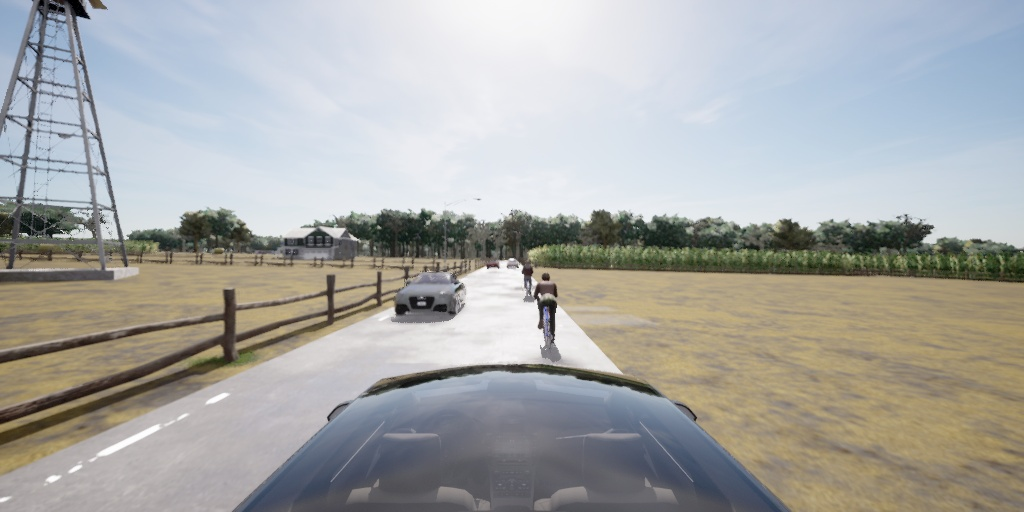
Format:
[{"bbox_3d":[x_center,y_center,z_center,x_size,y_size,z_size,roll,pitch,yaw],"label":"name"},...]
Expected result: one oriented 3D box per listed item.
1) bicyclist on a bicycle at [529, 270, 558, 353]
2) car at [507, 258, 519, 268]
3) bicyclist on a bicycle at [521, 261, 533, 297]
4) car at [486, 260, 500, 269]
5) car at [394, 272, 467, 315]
[{"bbox_3d":[0.761,1.201,7.897,0.582,1.620,1.656,0,0,0],"label":"bicyclist on a bicycle"},{"bbox_3d":[0.115,1.298,59.544,1.895,1.301,4.718,0,0,0],"label":"car"},{"bbox_3d":[0.763,1.115,17.553,0.659,1.776,1.843,0,0,0],"label":"bicyclist on a bicycle"},{"bbox_3d":[-2.822,1.309,53.937,1.895,1.301,4.718,0,0,0],"label":"car"},{"bbox_3d":[-2.847,1.310,13.289,1.994,1.385,4.181,0,0,0],"label":"car"}]
